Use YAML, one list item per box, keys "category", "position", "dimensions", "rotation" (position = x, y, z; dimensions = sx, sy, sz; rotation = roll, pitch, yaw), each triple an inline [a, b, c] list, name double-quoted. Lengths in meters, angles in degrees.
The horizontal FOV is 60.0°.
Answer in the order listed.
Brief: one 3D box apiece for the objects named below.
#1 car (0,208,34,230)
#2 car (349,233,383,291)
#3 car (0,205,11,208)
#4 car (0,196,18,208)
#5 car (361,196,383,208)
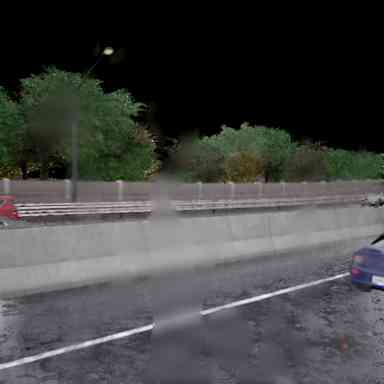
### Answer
- category: "car"
  position: [-7.933, 1.493, 11.231]
  dimensions: [4.902, 1.511, 2.128]
  rotation: [0, 0, -35]
- category: "car"
  position: [5.438, 1.506, 7.622]
  dimensions: [4.674, 1.442, 1.812]
  rotation: [0, 0, -35]
- category: "car"
  position: [-10.478, 1.494, 13.715]
  dimensions: [4.902, 1.511, 2.128]
  rotation: [0, 0, -35]
- category: "car"
  position: [-11.895, 1.224, 17.003]
  dimensions: [5.566, 2.045, 2.150]
  rotation: [0, 0, -35]
- category: "car"
  position: [23.226, 1.198, 42.022]
  dimensions: [4.674, 1.442, 1.812]
  rotation: [-2, 1, -35]
